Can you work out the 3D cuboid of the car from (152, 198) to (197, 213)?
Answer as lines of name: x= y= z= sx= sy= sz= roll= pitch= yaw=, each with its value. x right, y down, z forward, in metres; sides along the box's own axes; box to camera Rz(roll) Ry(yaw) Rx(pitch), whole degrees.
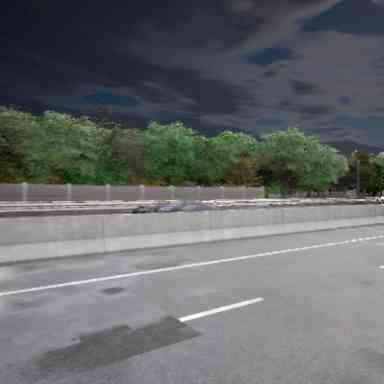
car: x=-0.763 y=1.423 z=29.229 sx=4.553 sy=1.767 sz=2.097 roll=0 pitch=0 yaw=-35

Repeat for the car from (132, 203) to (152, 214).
car: x=-3.005 y=1.617 z=31.933 sx=5.357 sy=1.411 sz=2.033 roll=0 pitch=0 yaw=-35

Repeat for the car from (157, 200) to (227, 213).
car: x=0.332 y=1.614 z=25.722 sx=5.357 sy=1.411 sz=2.033 roll=0 pitch=0 yaw=-35

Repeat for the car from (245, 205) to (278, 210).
car: x=5.040 y=1.643 z=24.772 sx=4.181 sy=1.385 sz=1.994 roll=0 pitch=0 yaw=-35
